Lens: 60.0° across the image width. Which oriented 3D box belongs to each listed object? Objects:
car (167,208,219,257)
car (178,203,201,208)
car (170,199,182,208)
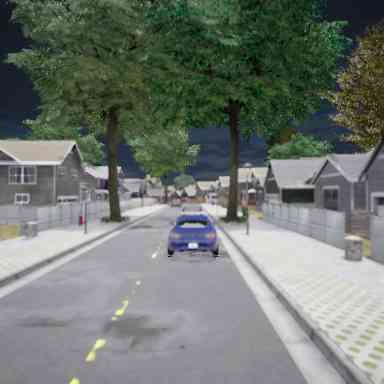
[{"bbox_3d":[0.052,1.597,13.193,1.812,1.442,4.674,0,0,0],"label":"car"},{"bbox_3d":[0.043,1.778,26.957,1.895,1.301,4.718,0,-1,0],"label":"car"},{"bbox_3d":[-2.783,2.046,58.902,1.837,1.490,4.892,0,0,1],"label":"car"}]
